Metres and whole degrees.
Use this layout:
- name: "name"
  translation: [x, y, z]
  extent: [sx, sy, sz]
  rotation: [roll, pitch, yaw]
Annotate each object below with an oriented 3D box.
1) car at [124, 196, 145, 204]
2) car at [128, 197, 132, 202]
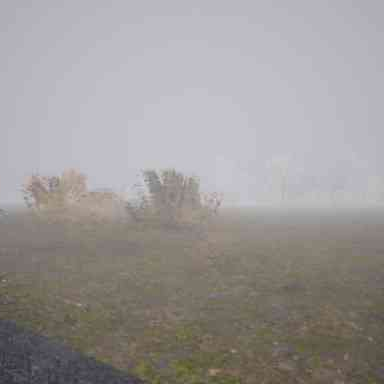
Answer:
- name: "car"
  translation: [-12.892, 1.729, 74.573]
  extent: [2.097, 1.767, 4.553]
  rotation: [-1, -1, 36]
- name: "car"
  translation: [-13.248, 2.152, 68.066]
  extent: [2.033, 1.411, 5.357]
  rotation: [-1, -1, 36]
